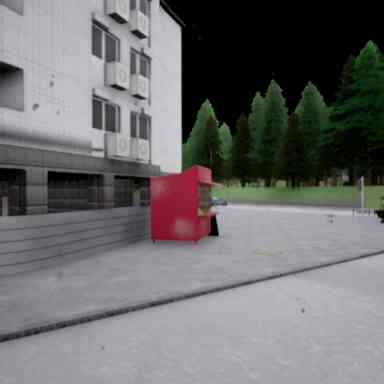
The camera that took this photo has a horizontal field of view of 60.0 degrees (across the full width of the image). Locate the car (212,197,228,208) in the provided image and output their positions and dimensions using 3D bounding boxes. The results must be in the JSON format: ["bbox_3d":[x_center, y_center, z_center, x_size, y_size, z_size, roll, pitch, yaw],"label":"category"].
[{"bbox_3d":[2.962,1.382,46.314,1.812,1.442,4.674,0,0,-36],"label":"car"}]
